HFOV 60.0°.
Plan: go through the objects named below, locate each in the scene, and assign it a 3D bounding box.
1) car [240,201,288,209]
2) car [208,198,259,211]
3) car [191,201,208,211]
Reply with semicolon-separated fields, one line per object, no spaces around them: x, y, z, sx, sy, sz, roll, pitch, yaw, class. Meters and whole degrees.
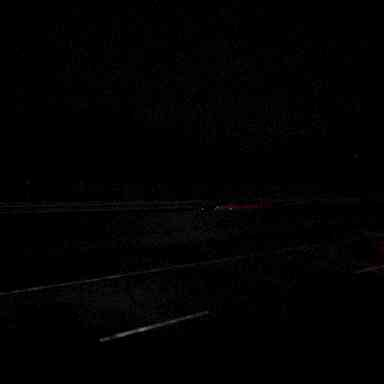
6.131;1.572;25.467;4.181;1.385;1.994;0;0;-35;car
4.052;1.358;28.283;4.553;1.767;2.097;0;0;-35;car
2.173;1.510;31.243;4.892;1.490;1.837;0;0;-35;car
